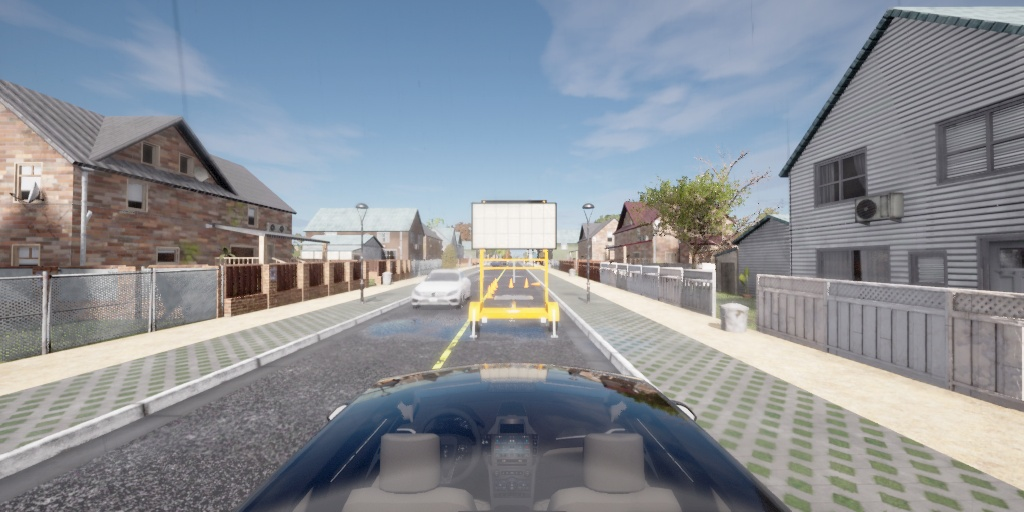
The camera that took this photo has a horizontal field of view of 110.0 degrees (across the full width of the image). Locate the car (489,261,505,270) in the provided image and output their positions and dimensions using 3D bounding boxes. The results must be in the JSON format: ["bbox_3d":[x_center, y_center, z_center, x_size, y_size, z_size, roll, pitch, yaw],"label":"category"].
[{"bbox_3d":[-2.555,1.429,56.943,2.033,1.411,5.357,0,0,1],"label":"car"}]

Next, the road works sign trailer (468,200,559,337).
[{"bbox_3d":[0.060,0.220,10.240,2.380,3.560,2.880,0,0,1],"label":"road works sign trailer"}]

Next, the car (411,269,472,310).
[{"bbox_3d":[-2.778,1.287,15.009,1.812,1.442,4.674,0,0,0],"label":"car"}]
